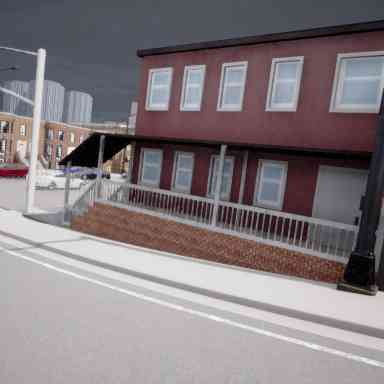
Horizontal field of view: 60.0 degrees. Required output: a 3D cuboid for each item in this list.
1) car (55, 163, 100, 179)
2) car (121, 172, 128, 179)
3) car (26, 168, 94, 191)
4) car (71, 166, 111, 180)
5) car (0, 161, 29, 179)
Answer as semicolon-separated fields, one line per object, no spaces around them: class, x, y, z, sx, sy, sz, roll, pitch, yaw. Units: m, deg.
car;-14.308;-2.574;41.832;1.882;1.535;5.008;10;6;36
car;-8.432;-2.553;49.945;2.128;1.511;4.902;10;6;36
car;-11.111;-0.952;28.189;1.812;1.442;4.674;10;6;35
car;-11.852;-2.044;39.321;2.128;1.511;4.902;10;6;35
car;-17.367;-2.062;31.672;1.882;1.535;5.008;10;6;35
